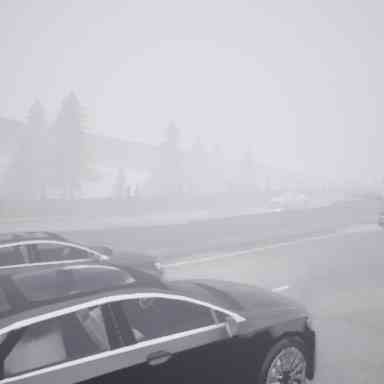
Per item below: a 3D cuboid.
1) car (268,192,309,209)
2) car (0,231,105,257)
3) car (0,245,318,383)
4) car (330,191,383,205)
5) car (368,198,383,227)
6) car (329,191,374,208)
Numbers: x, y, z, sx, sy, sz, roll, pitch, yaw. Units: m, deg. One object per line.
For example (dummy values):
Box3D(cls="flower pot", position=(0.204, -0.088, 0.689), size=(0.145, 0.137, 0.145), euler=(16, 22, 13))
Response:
Box3D(cls="car", position=(9.358, 0.770, 32.149), size=(4.674, 1.442, 1.812), euler=(-2, 1, -35))
Box3D(cls="car", position=(-2.778, 1.481, 6.064), size=(4.902, 1.511, 2.128), euler=(-1, 0, -35))
Box3D(cls="car", position=(-0.783, 1.481, 3.188), size=(4.902, 1.511, 2.128), euler=(-1, 0, -35))
Box3D(cls="car", position=(13.402, 0.723, 26.436), size=(5.008, 1.535, 1.882), euler=(-2, 1, -35))
Box3D(cls="car", position=(10.858, 1.070, 15.784), size=(5.357, 1.411, 2.033), euler=(-2, 1, -35))
Box3D(cls="car", position=(15.502, 0.676, 32.226), size=(4.718, 1.301, 1.895), euler=(-2, 1, -35))
